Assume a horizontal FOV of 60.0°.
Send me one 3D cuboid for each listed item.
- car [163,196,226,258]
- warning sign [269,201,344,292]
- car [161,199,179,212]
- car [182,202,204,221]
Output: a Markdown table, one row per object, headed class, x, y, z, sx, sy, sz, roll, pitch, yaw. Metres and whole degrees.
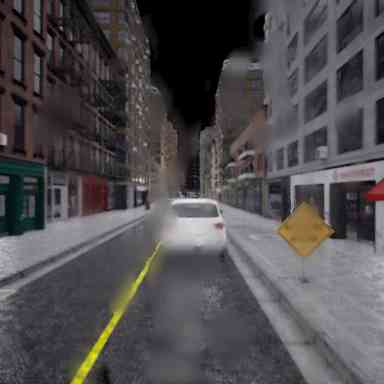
| class | x | y | z | sx | sy | sz | roll | pitch | yaw |
| --- | --- | --- | --- | --- | --- | --- | --- | --- | --- |
| car | 0.087 | 1.294 | 13.263 | 2.150 | 2.045 | 5.566 | 0 | -1 | 0 |
| warning sign | 2.522 | 1.157 | 7.492 | 1.300 | 1.860 | 1.060 | 0 | 0 | 0 |
| car | -2.837 | 1.727 | 44.238 | 2.128 | 1.511 | 4.902 | 0 | 0 | 0 |
| car | 0.092 | 1.690 | 30.309 | 1.812 | 1.442 | 4.674 | 0 | 0 | 0 |
